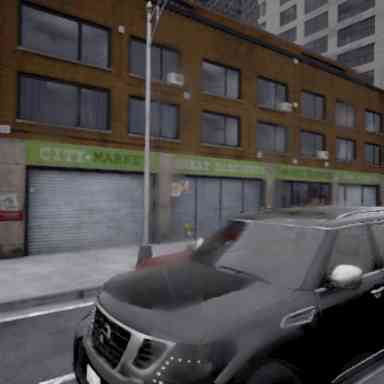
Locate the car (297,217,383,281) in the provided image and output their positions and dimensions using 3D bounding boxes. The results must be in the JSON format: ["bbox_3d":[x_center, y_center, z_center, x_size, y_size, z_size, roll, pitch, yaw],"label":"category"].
[{"bbox_3d":[5.505,1.605,10.544,4.313,1.339,1.947,0,1,-35],"label":"car"}]

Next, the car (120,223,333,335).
[{"bbox_3d":[0.932,1.561,7.294,4.507,1.381,1.887,0,1,-35],"label":"car"}]

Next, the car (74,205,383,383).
[{"bbox_3d":[1.430,1.235,4.391,5.566,2.045,2.150,0,0,-35],"label":"car"}]
